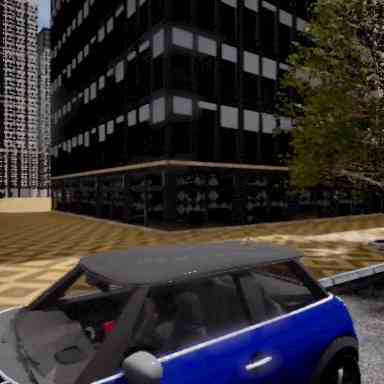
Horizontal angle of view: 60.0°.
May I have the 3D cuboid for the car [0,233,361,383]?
[{"bbox_3d":[-0.509,1.356,3.012,4.553,1.767,2.097,0,0,-35],"label":"car"}]
